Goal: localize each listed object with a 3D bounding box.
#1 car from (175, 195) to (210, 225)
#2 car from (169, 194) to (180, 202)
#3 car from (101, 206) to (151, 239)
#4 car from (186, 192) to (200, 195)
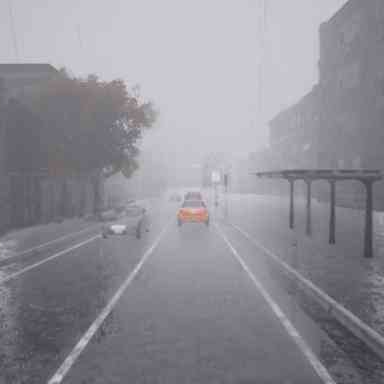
[{"bbox_3d":[0.111,1.304,23.509,2.097,1.767,4.553,0,0,0],"label":"car"},{"bbox_3d":[-2.878,1.031,58.364,2.128,1.511,4.902,0,1,1],"label":"car"},{"bbox_3d":[-3.259,1.474,17.181,2.128,1.511,4.902,0,0,0],"label":"car"},{"bbox_3d":[0.172,0.970,42.726,2.150,2.045,5.566,0,1,0],"label":"car"}]
